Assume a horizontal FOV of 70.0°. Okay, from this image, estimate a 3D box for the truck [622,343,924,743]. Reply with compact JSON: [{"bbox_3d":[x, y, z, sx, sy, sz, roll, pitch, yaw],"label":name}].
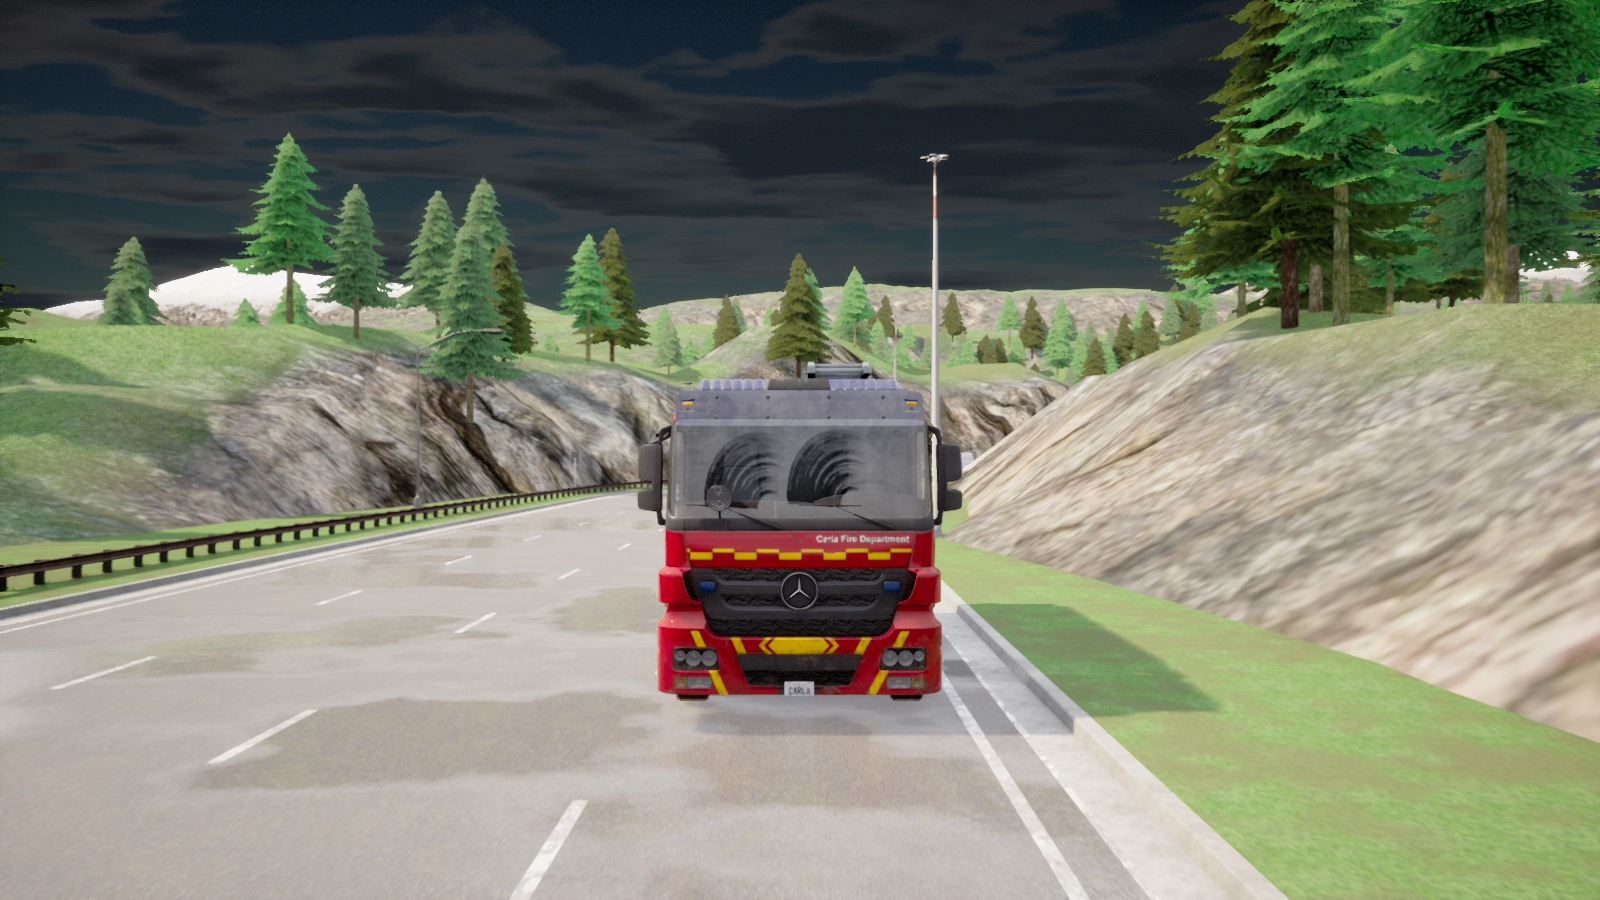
[{"bbox_3d":[-0.245,0.890,15.192,2.891,3.827,8.468,0,0,0],"label":"truck"}]
